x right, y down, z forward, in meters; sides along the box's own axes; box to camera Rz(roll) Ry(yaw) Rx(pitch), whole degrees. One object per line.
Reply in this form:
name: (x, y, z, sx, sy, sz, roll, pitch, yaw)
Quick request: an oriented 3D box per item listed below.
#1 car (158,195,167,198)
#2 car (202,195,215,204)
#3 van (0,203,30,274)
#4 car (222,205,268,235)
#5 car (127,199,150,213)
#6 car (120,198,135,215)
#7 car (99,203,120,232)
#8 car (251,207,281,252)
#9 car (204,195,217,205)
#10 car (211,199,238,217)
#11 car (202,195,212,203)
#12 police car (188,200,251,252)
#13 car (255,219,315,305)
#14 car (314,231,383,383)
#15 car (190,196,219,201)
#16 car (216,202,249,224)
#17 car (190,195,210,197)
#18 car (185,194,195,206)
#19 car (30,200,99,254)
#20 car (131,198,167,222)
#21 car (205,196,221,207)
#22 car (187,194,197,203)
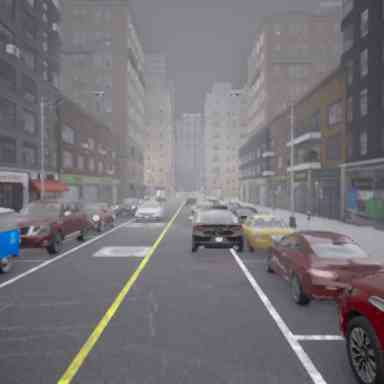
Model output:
car: (-5.664, 1.242, 63.596, 1.887, 1.381, 4.507, -1, 0, 0)
car: (2.879, 1.293, 58.010, 1.947, 1.339, 4.313, -1, 0, 0)
van: (-5.677, 1.307, 7.738, 1.690, 1.788, 3.998, -1, 0, 0)
car: (2.862, 1.482, 18.909, 1.947, 1.339, 4.313, -1, 0, 0)
car: (-5.669, 1.421, 35.668, 1.802, 1.307, 4.206, -1, 0, 0)
car: (-5.672, 1.305, 30.081, 1.967, 1.590, 4.097, -1, 0, 0)
car: (-5.674, 1.356, 18.910, 1.967, 1.590, 4.097, -1, 0, 0)
car: (2.860, 1.466, 13.493, 1.752, 1.417, 4.829, -1, 0, 0)
car: (2.876, 1.281, 52.594, 1.752, 1.417, 4.829, -1, 0, 0)
car: (2.867, 1.416, 30.081, 2.008, 1.369, 4.403, -1, 0, 0)
car: (2.881, 1.280, 63.596, 1.802, 1.307, 4.206, -1, 0, 0)
police car: (0.903, 1.365, 13.660, 1.930, 1.638, 5.238, 0, 0, 0)
car: (2.858, 1.548, 7.737, 1.802, 1.307, 4.206, -1, 0, 0)
car: (2.853, 1.305, 2.150, 2.192, 1.841, 5.009, -1, 0, 0)
car: (0.904, 1.350, 23.740, 1.801, 1.575, 5.366, 0, 0, 0)
car: (2.865, 1.457, 24.495, 1.947, 1.339, 4.313, -1, 0, 0)
car: (0.905, 1.322, 29.741, 1.801, 1.575, 5.366, 0, 0, 0)
car: (0.014, 1.277, 49.653, 1.837, 1.490, 4.892, 0, 1, 0)
car: (-5.676, 1.256, 13.324, 2.192, 1.841, 5.009, -1, 0, 0)
car: (-3.093, 1.414, 25.092, 1.812, 1.442, 4.674, 0, 0, 0)
car: (2.874, 1.335, 46.838, 2.008, 1.369, 4.403, -1, 0, 0)
car: (0.012, 1.174, 64.199, 1.882, 1.535, 5.008, 0, 0, 0)
